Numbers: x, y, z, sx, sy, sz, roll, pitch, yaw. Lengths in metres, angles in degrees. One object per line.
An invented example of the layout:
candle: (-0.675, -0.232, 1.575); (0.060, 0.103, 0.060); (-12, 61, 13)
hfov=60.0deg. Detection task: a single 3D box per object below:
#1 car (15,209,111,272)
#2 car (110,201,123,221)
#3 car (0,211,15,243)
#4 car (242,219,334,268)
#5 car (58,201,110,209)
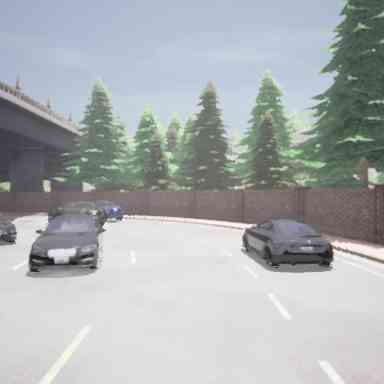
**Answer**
car: (-3.965, 1.555, 11.179); (2.128, 1.511, 4.902); (1, 0, -12)
car: (-8.010, 1.509, 27.894); (4.553, 1.767, 2.097); (0, 0, 31)
car: (-9.736, 1.593, 15.667); (1.837, 1.490, 4.892); (3, -2, -43)
car: (3.150, 1.630, 11.675); (1.994, 1.385, 4.181); (0, 0, -6)
car: (-8.345, 1.486, 23.860); (4.553, 1.767, 2.097); (0, 0, 39)
